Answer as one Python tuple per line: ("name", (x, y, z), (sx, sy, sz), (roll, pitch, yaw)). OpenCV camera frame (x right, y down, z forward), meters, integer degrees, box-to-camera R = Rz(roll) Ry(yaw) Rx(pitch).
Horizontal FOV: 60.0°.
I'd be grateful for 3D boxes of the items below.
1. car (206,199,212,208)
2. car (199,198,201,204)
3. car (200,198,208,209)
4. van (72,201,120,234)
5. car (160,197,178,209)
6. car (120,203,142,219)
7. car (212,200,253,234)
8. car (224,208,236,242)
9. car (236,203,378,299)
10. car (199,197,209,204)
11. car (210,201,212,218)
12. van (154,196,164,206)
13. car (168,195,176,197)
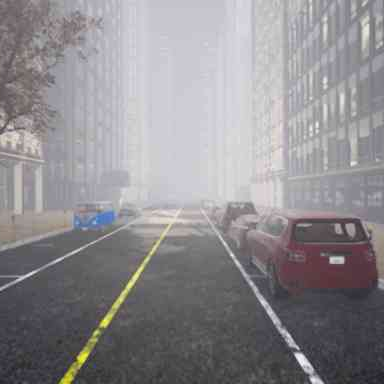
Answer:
("car", (2.599, 1.689, 31.303), (1.887, 1.381, 4.507), (0, 0, 0))
("car", (2.519, 1.827, 59.795), (1.947, 1.339, 4.313), (0, 0, 0))
("car", (2.551, 1.743, 48.568), (1.752, 1.417, 4.829), (0, 0, 0))
("van", (-5.751, 1.446, 19.889), (1.690, 1.788, 3.998), (0, 0, 0))
("car", (-3.136, 1.829, 48.858), (1.895, 1.301, 4.718), (0, 0, 0))
("car", (-5.781, 1.708, 31.281), (2.008, 1.369, 4.403), (0, 0, 0))
("car", (2.630, 1.407, 19.908), (2.192, 1.841, 5.009), (0, 0, 0))
("car", (2.648, 1.610, 14.208), (1.887, 1.381, 4.507), (0, 0, 0))
("car", (2.662, 1.354, 8.512), (2.192, 1.841, 5.009), (0, 0, 0))
("car", (2.487, 1.868, 71.191), (1.947, 1.339, 4.313), (0, 0, 0))
("car", (2.615, 1.645, 25.775), (1.752, 1.417, 4.829), (0, 0, 0))
("van", (-5.863, 1.615, 59.776), (1.690, 1.788, 3.998), (0, 0, 0))
("car", (-5.958, 1.934, 93.964), (1.887, 1.381, 4.507), (0, 0, 0))
